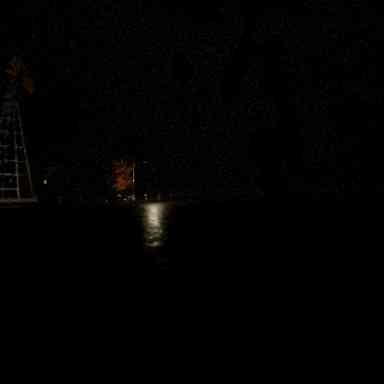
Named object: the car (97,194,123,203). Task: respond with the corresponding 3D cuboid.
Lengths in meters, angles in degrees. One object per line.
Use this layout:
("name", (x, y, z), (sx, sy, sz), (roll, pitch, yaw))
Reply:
("car", (-13.996, 1.052, 56.987), (1.837, 1.490, 4.892), (1, 1, 38))
